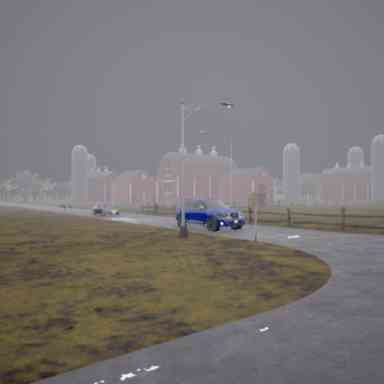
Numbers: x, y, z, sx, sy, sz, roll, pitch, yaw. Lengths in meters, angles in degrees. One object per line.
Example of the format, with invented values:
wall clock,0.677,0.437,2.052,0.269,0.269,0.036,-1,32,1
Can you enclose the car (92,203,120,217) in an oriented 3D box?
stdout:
car,-9.656,1.978,37.153,2.128,1.511,4.902,0,-1,-35

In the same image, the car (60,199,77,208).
car,-18.655,1.822,49.946,1.837,1.490,4.892,0,-1,-35

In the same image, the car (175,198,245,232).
car,1.032,1.447,22.141,2.150,2.045,5.566,0,-1,-35
